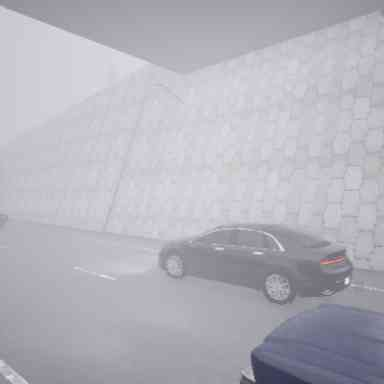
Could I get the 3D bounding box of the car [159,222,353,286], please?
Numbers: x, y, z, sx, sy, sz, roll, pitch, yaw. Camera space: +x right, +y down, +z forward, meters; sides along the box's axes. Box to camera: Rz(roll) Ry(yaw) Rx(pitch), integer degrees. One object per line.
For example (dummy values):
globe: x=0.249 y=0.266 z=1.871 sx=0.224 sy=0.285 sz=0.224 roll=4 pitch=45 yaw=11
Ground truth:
car: x=1.248 y=1.504 z=8.161 sx=4.892 sy=1.490 sz=1.837 roll=0 pitch=0 yaw=42

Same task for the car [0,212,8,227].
car: x=-13.669 y=1.600 z=21.420 sx=4.718 sy=1.301 sz=1.895 roll=0 pitch=0 yaw=42

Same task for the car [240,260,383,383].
car: x=2.706 y=1.601 z=2.183 sx=4.718 sy=1.301 sz=1.895 roll=0 pitch=0 yaw=42
